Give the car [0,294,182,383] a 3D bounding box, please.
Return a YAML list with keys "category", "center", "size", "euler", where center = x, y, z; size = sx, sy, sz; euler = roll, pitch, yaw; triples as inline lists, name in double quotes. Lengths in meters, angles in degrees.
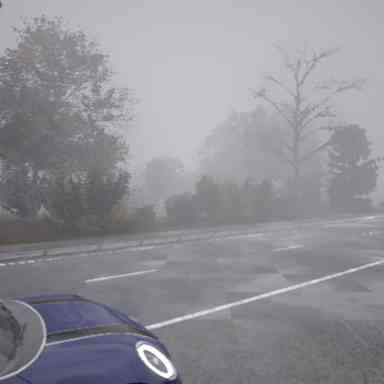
- category: "car"
  center: [-2.269, 1.361, 2.230]
  size: [4.553, 1.767, 2.097]
  euler: [0, 0, -35]
